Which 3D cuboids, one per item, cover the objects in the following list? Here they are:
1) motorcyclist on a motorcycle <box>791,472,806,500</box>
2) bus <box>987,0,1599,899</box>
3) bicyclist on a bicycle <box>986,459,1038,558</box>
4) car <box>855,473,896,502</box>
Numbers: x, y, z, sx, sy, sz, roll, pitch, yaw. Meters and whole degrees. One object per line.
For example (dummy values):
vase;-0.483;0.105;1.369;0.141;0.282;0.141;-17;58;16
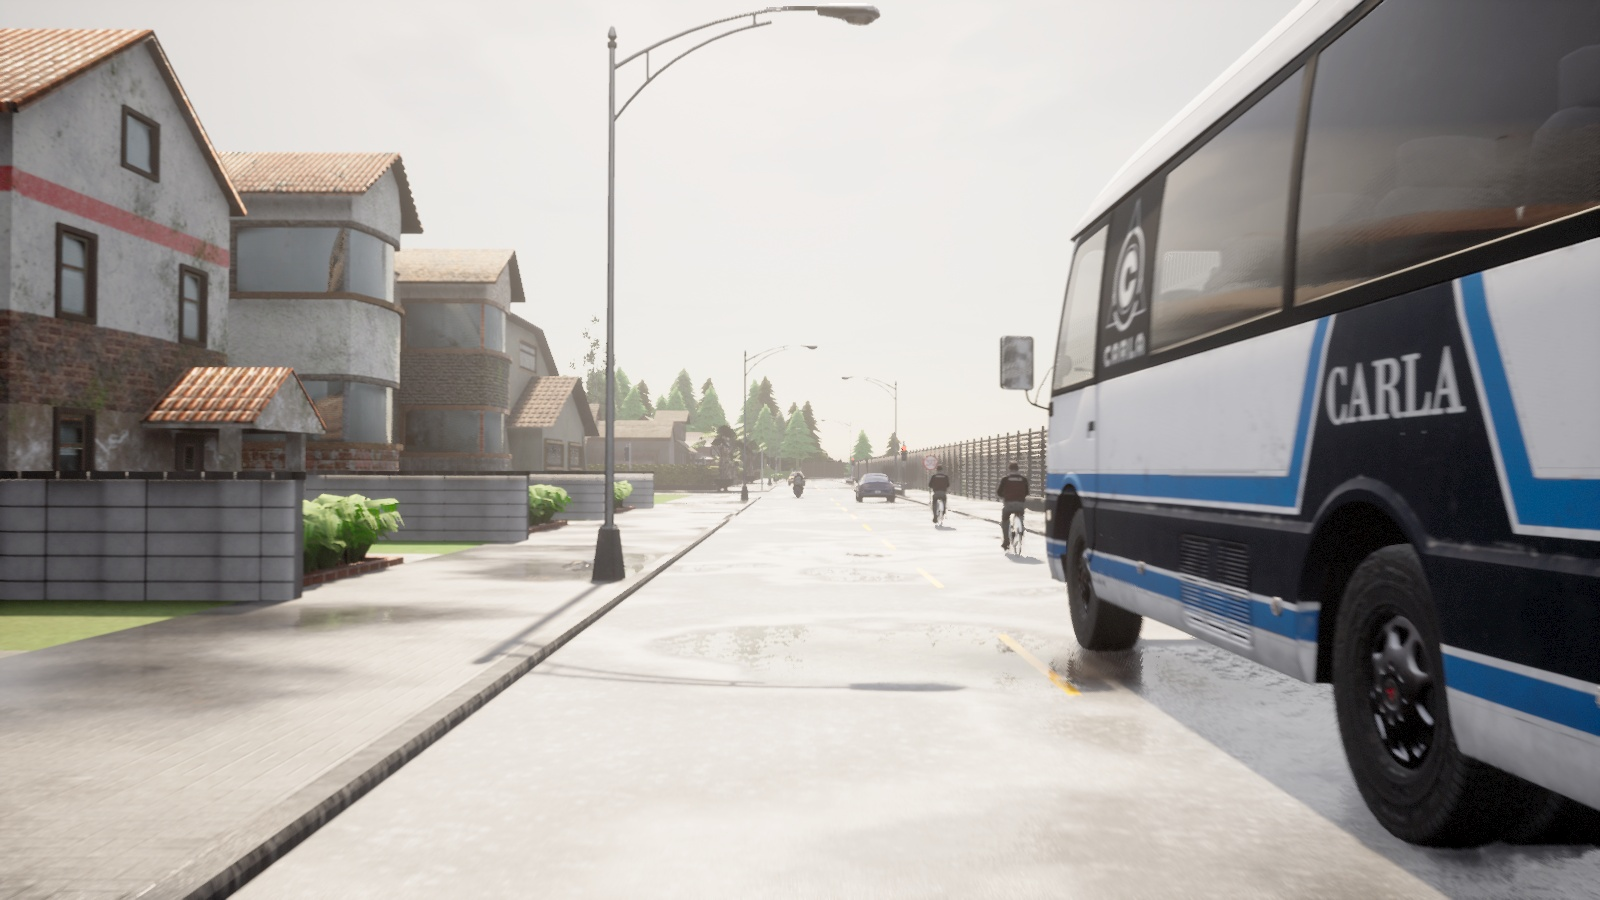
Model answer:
motorcyclist on a motorcycle;-0.086;2.061;72.346;0.866;1.530;2.191;0;-1;1
bus;3.975;-0.442;8.116;3.944;4.253;10.273;0;-1;0
bicyclist on a bicycle;3.942;1.062;23.476;0.659;1.776;1.843;0;-1;0
car;3.842;1.900;64.208;1.812;1.442;4.674;0;-1;0
